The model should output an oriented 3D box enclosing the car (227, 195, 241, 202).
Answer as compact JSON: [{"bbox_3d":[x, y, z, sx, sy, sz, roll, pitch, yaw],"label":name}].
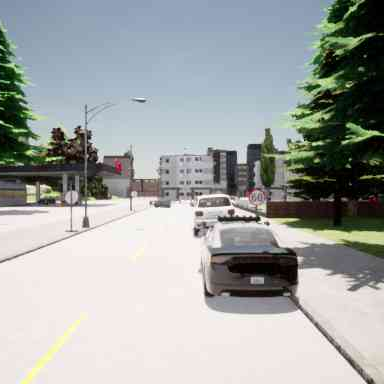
[{"bbox_3d":[11.115,1.672,87.407,2.038,1.542,4.974,0,0,30],"label":"car"}]

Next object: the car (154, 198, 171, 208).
[{"bbox_3d":[-4.044,1.564,46.454,1.994,1.385,4.181,0,0,1],"label":"car"}]

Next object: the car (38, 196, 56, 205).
[{"bbox_3d":[-23.928,1.412,54.792,1.845,1.501,3.633,0,0,0],"label":"car"}]

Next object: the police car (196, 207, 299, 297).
[{"bbox_3d":[1.202,1.425,8.714,1.930,1.638,5.238,0,0,0],"label":"police car"}]

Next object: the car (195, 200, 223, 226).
[{"bbox_3d":[1.187,1.456,24.794,1.801,1.575,5.366,0,0,0],"label":"car"}]

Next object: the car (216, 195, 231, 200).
[{"bbox_3d":[8.319,1.428,87.751,3.633,1.501,1.845,0,0,11],"label":"car"}]

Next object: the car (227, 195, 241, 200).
[{"bbox_3d":[11.090,1.515,87.362,1.853,1.218,4.536,0,0,30],"label":"car"}]

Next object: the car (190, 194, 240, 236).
[{"bbox_3d":[1.134,1.174,18.634,2.150,2.045,5.566,-3,0,0],"label":"car"}]
